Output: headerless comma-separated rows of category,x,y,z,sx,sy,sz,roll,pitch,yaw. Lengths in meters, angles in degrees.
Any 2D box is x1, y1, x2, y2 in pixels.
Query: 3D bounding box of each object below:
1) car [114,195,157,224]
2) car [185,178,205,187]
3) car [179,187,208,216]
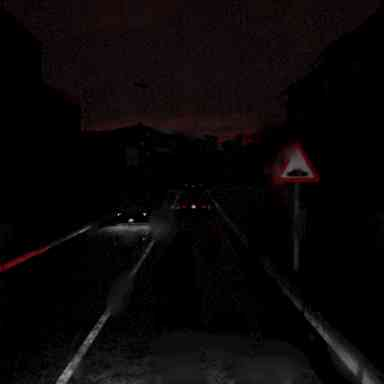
car,-3.111,0.897,19.536,2.033,1.411,5.357,0,4,-1
car,0.299,-0.728,39.873,2.150,2.045,5.566,0,4,3
car,0.084,0.719,22.137,2.033,1.411,5.357,0,5,0
